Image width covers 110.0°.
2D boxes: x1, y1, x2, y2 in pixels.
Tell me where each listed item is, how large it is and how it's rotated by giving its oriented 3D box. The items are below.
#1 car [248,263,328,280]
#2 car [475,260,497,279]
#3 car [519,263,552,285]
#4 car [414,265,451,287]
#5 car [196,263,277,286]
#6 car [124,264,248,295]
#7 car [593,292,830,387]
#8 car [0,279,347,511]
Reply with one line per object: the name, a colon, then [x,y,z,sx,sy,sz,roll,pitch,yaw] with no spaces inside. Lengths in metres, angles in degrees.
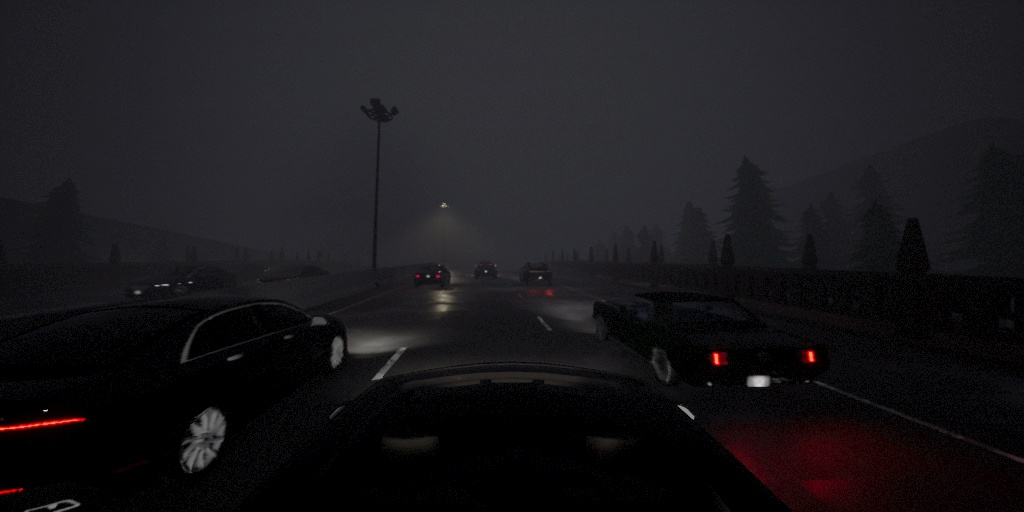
car: [-12.163,1.198,20.202,1.882,1.535,5.008,0,0,-4]
car: [-2.367,1.281,32.523,1.994,1.385,4.181,0,0,-4]
car: [1.651,1.221,25.824,2.128,1.511,4.902,0,0,-4]
car: [-5.225,1.271,23.929,2.033,1.411,5.357,0,0,-4]
car: [-19.620,1.252,25.943,2.033,1.411,5.357,0,0,-4]
car: [-15.435,1.211,17.063,2.128,1.511,4.902,0,0,-4]
car: [3.085,1.355,6.934,1.895,1.301,4.718,0,0,-4]
car: [-3.752,1.256,4.525,1.837,1.490,4.892,0,0,-4]
